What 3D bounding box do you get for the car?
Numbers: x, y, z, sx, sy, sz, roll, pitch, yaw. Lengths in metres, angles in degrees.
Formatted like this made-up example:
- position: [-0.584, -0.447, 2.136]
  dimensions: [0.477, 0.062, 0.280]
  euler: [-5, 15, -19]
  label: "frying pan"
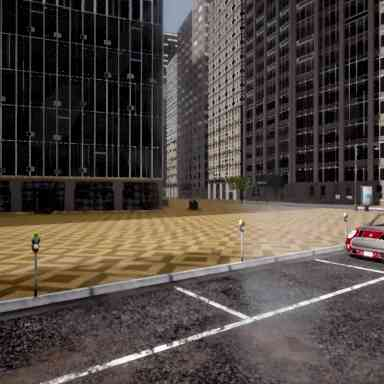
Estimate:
- position: [7.205, 1.437, 11.691]
  dimensions: [4.097, 1.590, 1.967]
  euler: [0, 0, -35]
  label: "car"
